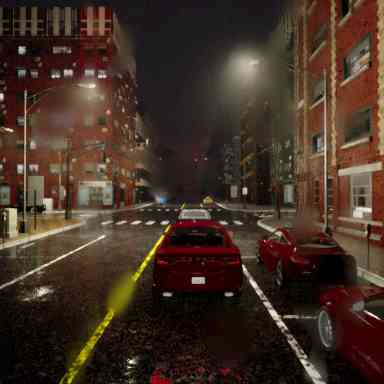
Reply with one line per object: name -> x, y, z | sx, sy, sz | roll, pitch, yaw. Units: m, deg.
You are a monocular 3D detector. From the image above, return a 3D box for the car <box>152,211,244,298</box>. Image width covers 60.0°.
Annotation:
car -> 0.113, 1.480, 8.606 | 1.882, 1.535, 5.008 | 0, 0, 0

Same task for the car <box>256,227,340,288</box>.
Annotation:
car -> 2.853, 1.584, 8.924 | 1.802, 1.307, 4.206 | 1, 0, 0

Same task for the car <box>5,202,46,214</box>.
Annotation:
car -> -18.646, 1.730, 37.343 | 4.313, 1.339, 1.947 | 0, -1, 0

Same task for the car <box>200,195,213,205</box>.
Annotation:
car -> 2.802, 1.543, 58.347 | 1.752, 1.417, 4.829 | 1, 0, 0

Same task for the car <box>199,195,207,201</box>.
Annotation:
car -> 2.851, 1.597, 86.439 | 1.947, 1.339, 4.313 | 1, 0, 0

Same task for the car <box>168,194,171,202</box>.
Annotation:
car -> -5.569, 1.602, 63.883 | 1.802, 1.307, 4.206 | 1, 0, 0

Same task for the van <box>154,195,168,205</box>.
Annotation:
van -> -5.575, 1.359, 58.231 | 1.690, 1.788, 3.998 | 1, 0, 0

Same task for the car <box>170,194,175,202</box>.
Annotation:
car -> -5.549, 1.607, 75.187 | 1.802, 1.307, 4.206 | 1, 0, 0

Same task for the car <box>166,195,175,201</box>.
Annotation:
car -> -5.529, 1.582, 86.492 | 2.008, 1.369, 4.403 | 1, 0, 0

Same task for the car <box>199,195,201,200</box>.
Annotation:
car -> 2.841, 1.572, 80.787 | 1.887, 1.381, 4.507 | 1, 0, 0

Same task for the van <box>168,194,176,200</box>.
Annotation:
van -> -5.516, 1.375, 92.145 | 1.690, 1.788, 3.998 | 1, 0, 0

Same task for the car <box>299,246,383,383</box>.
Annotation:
car -> 2.673, 1.583, 3.268 | 1.802, 1.307, 4.206 | 1, 0, 0
